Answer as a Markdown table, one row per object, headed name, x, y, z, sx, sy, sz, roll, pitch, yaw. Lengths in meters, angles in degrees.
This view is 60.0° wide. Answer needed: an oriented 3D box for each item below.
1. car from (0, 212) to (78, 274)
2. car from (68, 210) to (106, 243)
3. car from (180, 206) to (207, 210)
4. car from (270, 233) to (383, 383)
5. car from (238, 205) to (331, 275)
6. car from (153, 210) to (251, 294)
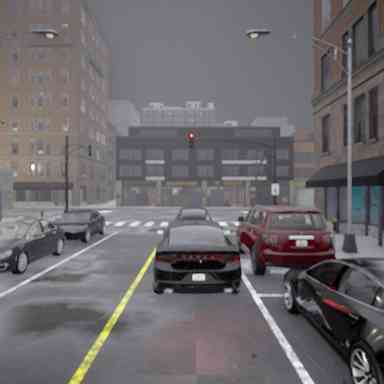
| name | x | y | z | sx | sy | sz | roll | pitch | yaw |
| --- | --- | --- | --- | --- | --- | --- | --- | --- | --- |
| car | -5.401 | 1.543 | 10.339 | 2.008 | 1.369 | 4.403 | 0 | 0 | 0 |
| car | -5.408 | 1.554 | 16.001 | 1.947 | 1.339 | 4.313 | 0 | 0 | 0 |
| car | 0.060 | 1.492 | 16.671 | 1.837 | 1.490 | 4.892 | 0 | 0 | 0 |
| car | 2.631 | 1.562 | 4.687 | 1.947 | 1.339 | 4.313 | 0 | 0 | 0 |
| car | 2.624 | 1.307 | 10.349 | 2.192 | 1.841 | 5.009 | 0 | 0 | 0 |
| car | 0.066 | 1.471 | 8.810 | 1.882 | 1.535 | 5.008 | 0 | 0 | -1 |
